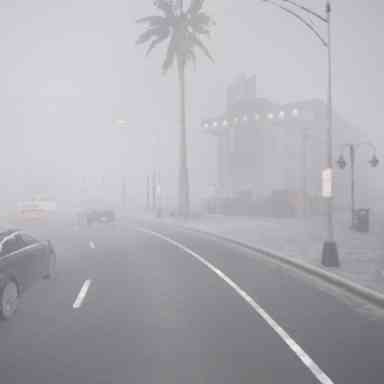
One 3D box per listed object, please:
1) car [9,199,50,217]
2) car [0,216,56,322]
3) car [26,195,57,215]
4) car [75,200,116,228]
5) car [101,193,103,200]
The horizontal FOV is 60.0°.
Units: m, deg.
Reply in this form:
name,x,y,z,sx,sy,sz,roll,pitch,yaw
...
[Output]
name,x,y,z,sx,sy,sz,roll,pitch,yaw
car,-13.038,1.604,26.230,1.882,1.535,5.008,0,0,-37
car,-4.332,1.532,7.128,2.128,1.511,4.902,0,0,-9
car,-16.056,1.380,34.431,5.566,2.045,2.150,0,0,42
car,-6.827,1.554,23.312,1.882,1.535,5.008,0,0,-30
car,-16.867,1.444,58.693,4.553,1.767,2.185,0,0,37
